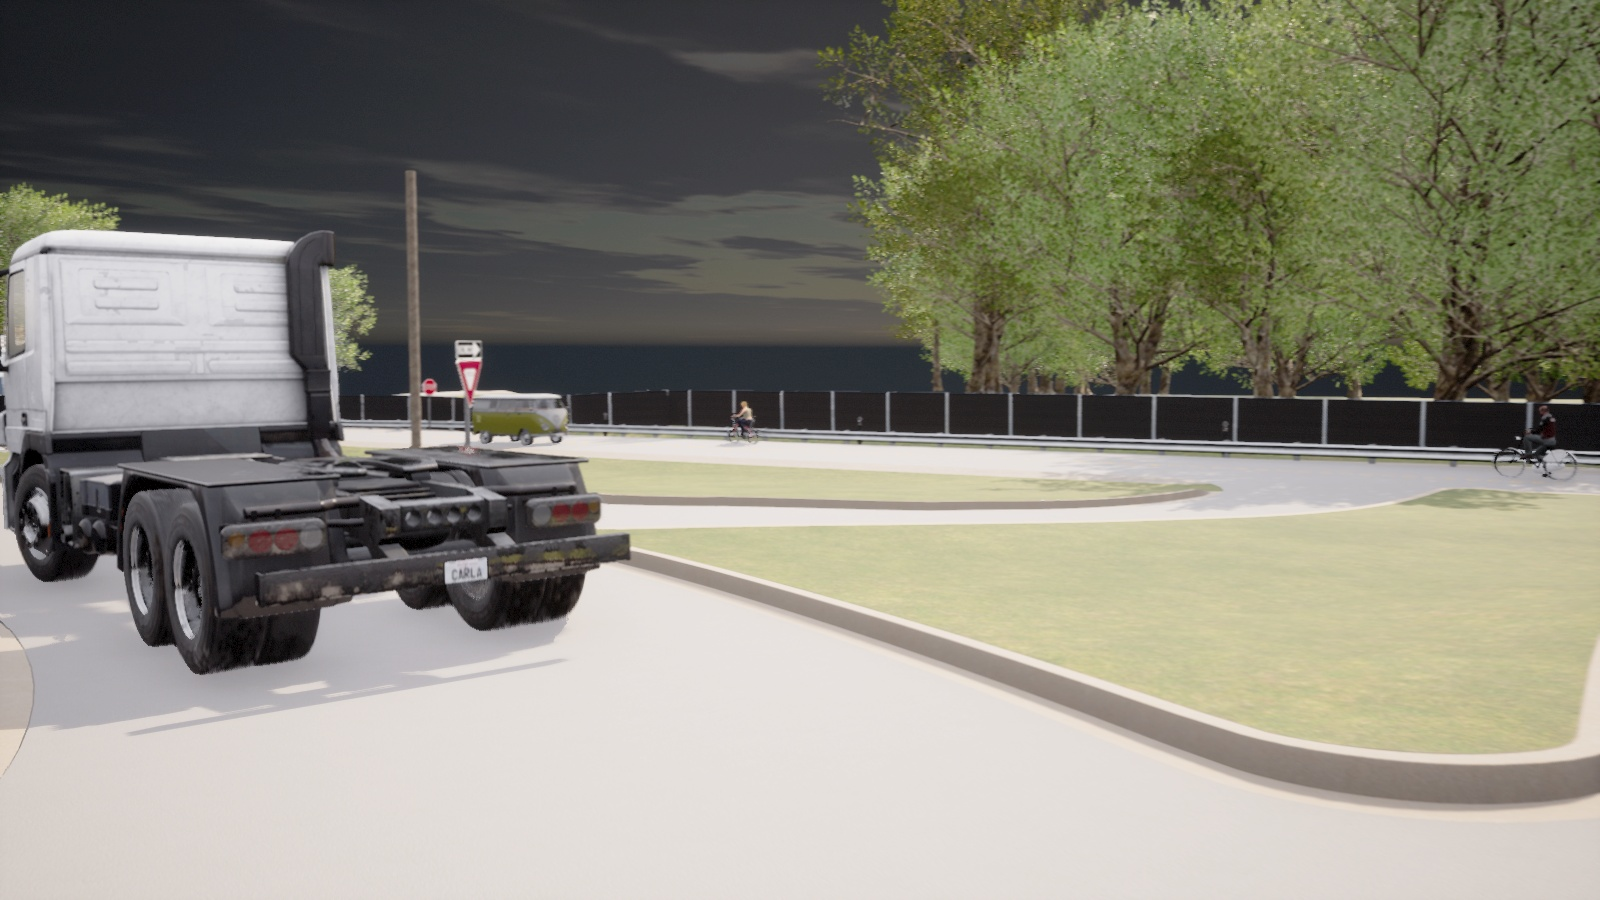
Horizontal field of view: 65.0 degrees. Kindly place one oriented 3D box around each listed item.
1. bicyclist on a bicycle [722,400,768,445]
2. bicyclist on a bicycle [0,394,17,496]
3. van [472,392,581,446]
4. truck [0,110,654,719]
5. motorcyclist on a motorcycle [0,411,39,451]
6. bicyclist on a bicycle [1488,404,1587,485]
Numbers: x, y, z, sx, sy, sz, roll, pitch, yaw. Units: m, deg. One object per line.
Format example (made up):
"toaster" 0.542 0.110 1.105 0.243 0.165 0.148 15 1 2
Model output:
"bicyclist on a bicycle" -2.057 -1.035 46.745 1.509 1.612 0.866 2 5 40
"bicyclist on a bicycle" -13.460 -0.082 20.258 1.509 1.612 0.866 3 5 38
"van" -10.817 -1.267 49.479 4.442 1.987 1.775 2 5 39
"truck" -4.771 -0.429 11.080 2.891 3.462 7.936 -4 5 -41
"motorcyclist on a motorcycle" -34.943 -0.860 55.563 0.766 1.649 2.350 1 4 12
"bicyclist on a bicycle" 17.285 -0.149 29.455 0.659 1.776 1.843 -4 5 -36
